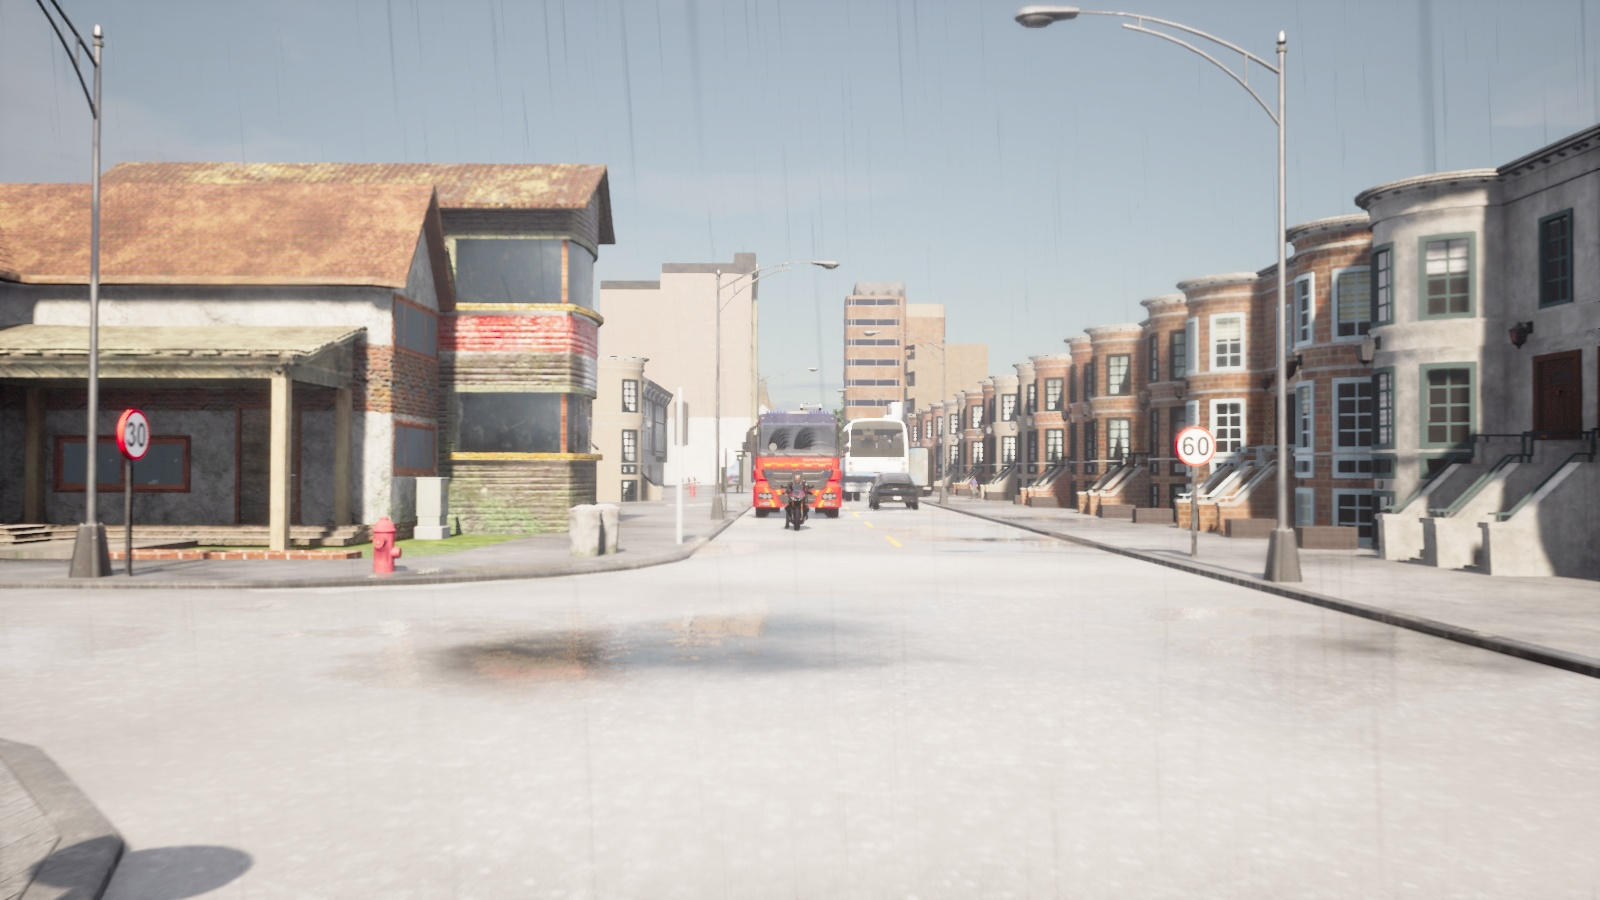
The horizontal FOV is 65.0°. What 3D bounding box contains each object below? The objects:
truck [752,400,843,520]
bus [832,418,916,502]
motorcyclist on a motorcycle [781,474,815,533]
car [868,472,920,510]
[{"bbox_3d":[-0.082,0.392,44.322,2.891,3.827,8.468,0,-1,0],"label":"truck"},{"bbox_3d":[3.885,0.574,68.755,3.944,4.253,10.273,0,-1,0],"label":"bus"},{"bbox_3d":[-0.059,1.413,33.611,0.866,1.530,2.191,0,-1,0],"label":"motorcyclist on a motorcycle"},{"bbox_3d":[3.912,1.690,52.909,1.837,1.490,4.892,0,-1,0],"label":"car"}]
